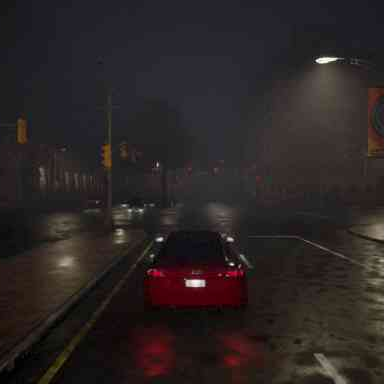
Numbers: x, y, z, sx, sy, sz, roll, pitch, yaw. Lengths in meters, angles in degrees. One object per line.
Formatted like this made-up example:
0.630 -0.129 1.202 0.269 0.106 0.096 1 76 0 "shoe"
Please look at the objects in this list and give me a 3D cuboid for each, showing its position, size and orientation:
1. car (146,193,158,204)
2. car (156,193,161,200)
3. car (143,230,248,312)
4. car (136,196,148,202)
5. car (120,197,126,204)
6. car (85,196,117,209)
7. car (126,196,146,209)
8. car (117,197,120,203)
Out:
-8.085 1.506 62.123 1.837 1.490 4.892 0 0 0 "car"
-8.029 1.225 77.689 2.150 2.045 5.566 0 0 0 "car"
0.072 1.564 7.814 1.994 1.385 4.181 0 0 0 "car"
-11.529 1.553 76.752 1.994 1.385 4.181 0 0 0 "car"
-11.579 1.601 62.110 1.895 1.301 4.718 0 0 0 "car"
-12.727 1.351 45.909 2.097 1.767 4.553 0 0 16 "car"
-7.641 1.507 45.494 1.837 1.490 4.892 -1 0 -8 "car"
-14.775 1.595 67.921 1.895 1.301 4.718 0 0 0 "car"
